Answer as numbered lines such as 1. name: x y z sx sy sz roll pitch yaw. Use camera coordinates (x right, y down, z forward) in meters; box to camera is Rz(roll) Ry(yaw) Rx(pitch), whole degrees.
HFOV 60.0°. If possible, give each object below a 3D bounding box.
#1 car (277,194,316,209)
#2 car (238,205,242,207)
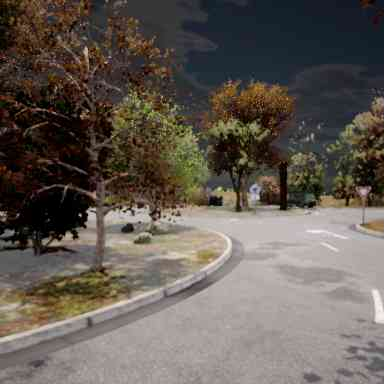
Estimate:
1. car: 14.520 1.264 46.431 2.150 2.045 5.566 1 -1 -34
2. car: 12.909 4.204 87.044 1.882 1.535 5.008 0 -5 10
